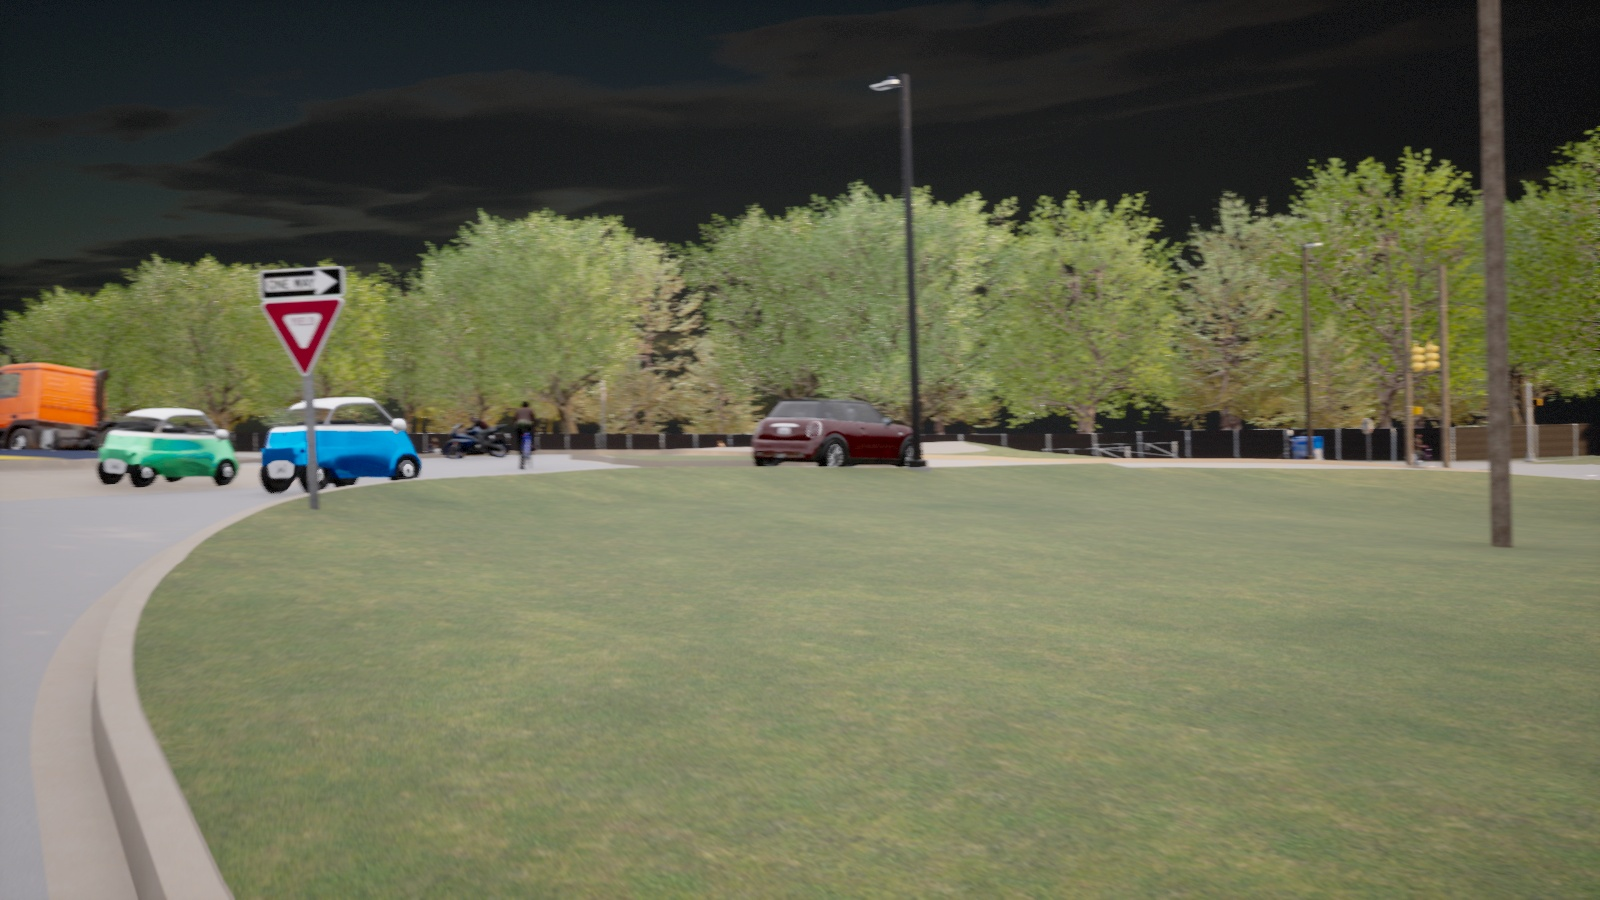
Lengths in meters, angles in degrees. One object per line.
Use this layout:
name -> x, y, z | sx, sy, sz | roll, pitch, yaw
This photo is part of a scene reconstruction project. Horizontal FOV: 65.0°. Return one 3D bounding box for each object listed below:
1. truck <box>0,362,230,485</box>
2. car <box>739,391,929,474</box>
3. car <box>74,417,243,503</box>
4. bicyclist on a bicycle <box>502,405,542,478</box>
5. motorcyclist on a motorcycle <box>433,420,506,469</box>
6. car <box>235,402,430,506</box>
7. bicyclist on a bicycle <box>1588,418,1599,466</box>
truck -> -22.974, -0.747, 41.123 | 7.936, 3.462, 2.891 | -2, -5, 19
car -> 0.879, -0.381, 29.141 | 2.097, 1.767, 4.553 | 1, 1, 38
car -> -11.337, 0.149, 22.291 | 1.481, 1.376, 2.207 | 3, 2, 20
bicyclist on a bicycle -> -6.537, -0.206, 29.597 | 0.582, 1.620, 1.656 | -5, 1, -5
motorcyclist on a motorcycle -> -11.234, -0.193, 42.781 | 2.191, 1.530, 0.866 | -3, 2, -2
car -> -6.809, 0.038, 18.438 | 1.481, 1.376, 2.207 | -3, 1, 25
bicyclist on a bicycle -> 28.630, -0.306, 43.937 | 1.656, 1.620, 0.582 | -2, 2, 11
